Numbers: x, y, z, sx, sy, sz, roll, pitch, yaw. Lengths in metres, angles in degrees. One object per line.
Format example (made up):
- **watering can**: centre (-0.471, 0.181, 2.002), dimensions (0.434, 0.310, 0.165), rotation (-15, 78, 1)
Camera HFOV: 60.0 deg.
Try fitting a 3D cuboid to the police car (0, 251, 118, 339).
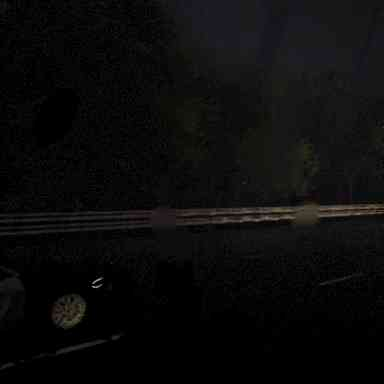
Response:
- **police car**: centre (-3.699, 1.452, 5.062), dimensions (5.238, 1.638, 1.930), rotation (1, -1, -40)
